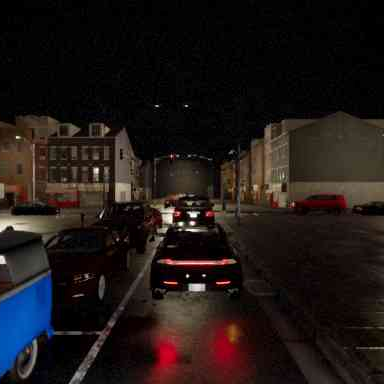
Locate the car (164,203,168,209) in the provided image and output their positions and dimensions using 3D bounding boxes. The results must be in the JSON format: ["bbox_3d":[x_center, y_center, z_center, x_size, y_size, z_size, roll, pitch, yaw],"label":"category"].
[{"bbox_3d":[-2.664,1.546,19.036,1.887,1.381,4.507,0,0,0],"label":"car"}]

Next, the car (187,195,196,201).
[{"bbox_3d":[-0.095,1.436,86.166,2.128,1.511,4.902,0,0,0],"label":"car"}]

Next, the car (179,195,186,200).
[{"bbox_3d":[-2.749,1.536,94.288,1.967,1.590,4.097,0,0,0],"label":"car"}]

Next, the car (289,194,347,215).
[{"bbox_3d":[12.803,1.238,33.823,5.566,2.045,2.150,0,0,0],"label":"car"}]

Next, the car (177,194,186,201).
[{"bbox_3d":[-2.744,1.399,88.861,2.192,1.841,5.009,0,0,0],"label":"car"}]

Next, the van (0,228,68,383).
[{"bbox_3d":[-2.647,1.341,2.735,1.690,1.788,3.998,0,0,0],"label":"van"}]

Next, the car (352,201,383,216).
[{"bbox_3d":[17.820,1.589,30.871,5.357,1.411,2.033,0,0,0],"label":"car"}]

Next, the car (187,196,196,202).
[{"bbox_3d":[-0.084,1.648,76.193,1.895,1.301,4.718,0,0,0],"label":"car"}]

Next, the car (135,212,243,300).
[{"bbox_3d":[0.089,1.491,8.364,2.128,1.511,4.902,0,0,0],"label":"car"}]

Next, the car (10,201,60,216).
[{"bbox_3d":[-14.487,1.571,30.891,4.181,1.385,1.994,0,0,0],"label":"car"}]

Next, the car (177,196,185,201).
[{"bbox_3d":[-2.736,1.640,83.434,1.947,1.339,4.313,0,0,0],"label":"car"}]

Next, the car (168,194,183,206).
[{"bbox_3d":[-2.707,1.344,56.300,2.192,1.841,5.009,0,0,0],"label":"car"}]

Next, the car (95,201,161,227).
[{"bbox_3d":[-2.659,1.315,13.603,2.192,1.841,5.009,0,0,0],"label":"car"}]

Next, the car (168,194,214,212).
[{"bbox_3d":[0.079,1.223,18.557,2.150,2.045,5.566,0,0,0],"label":"car"}]

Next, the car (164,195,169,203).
[{"bbox_3d":[-2.695,1.333,45.446,2.192,1.841,5.009,0,0,0],"label":"car"}]

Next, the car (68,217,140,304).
[{"bbox_3d":[-2.652,1.544,8.169,1.887,1.381,4.507,0,0,0],"label":"car"}]

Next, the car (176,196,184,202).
[{"bbox_3d":[-2.730,1.589,77.838,1.752,1.417,4.829,0,0,0],"label":"car"}]

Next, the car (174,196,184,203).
[{"bbox_3d":[-2.724,1.605,72.580,2.008,1.369,4.403,0,0,0],"label":"car"}]
